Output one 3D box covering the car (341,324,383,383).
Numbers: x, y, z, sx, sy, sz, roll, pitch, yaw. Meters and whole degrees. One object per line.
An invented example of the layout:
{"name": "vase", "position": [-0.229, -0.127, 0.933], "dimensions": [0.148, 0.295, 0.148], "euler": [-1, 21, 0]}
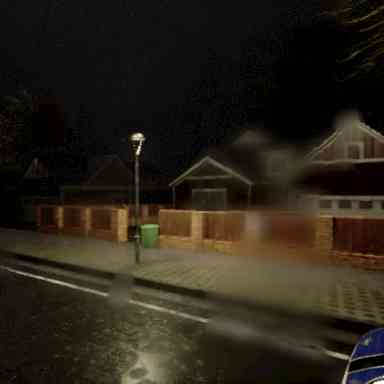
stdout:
{"name": "car", "position": [3.195, 1.340, 1.715], "dimensions": [4.553, 1.767, 2.097], "euler": [-1, 0, 36]}
